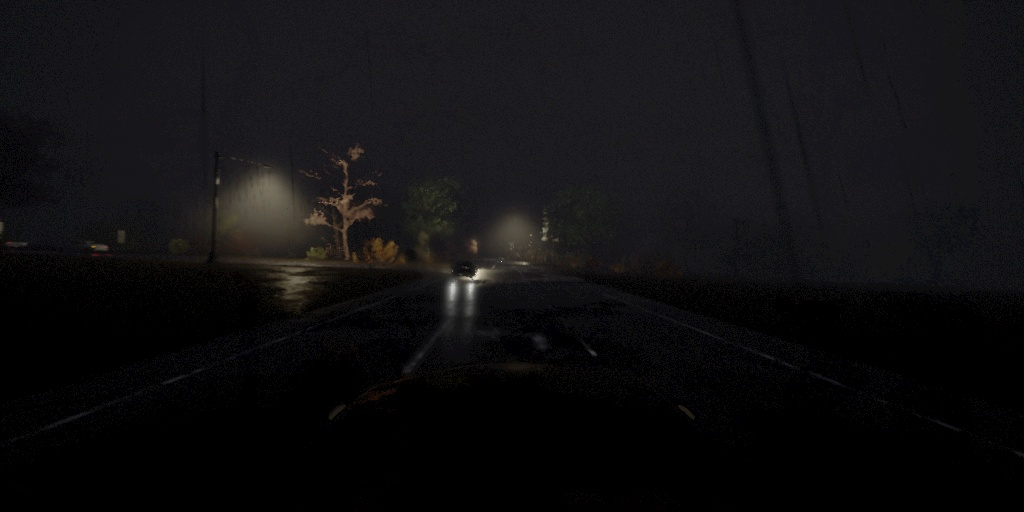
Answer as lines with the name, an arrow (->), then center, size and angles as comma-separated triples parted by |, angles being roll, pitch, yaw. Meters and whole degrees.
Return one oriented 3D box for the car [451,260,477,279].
car -> -4.120, 1.165, 31.118 | 1.837, 1.490, 4.892 | 1, 2, -1
